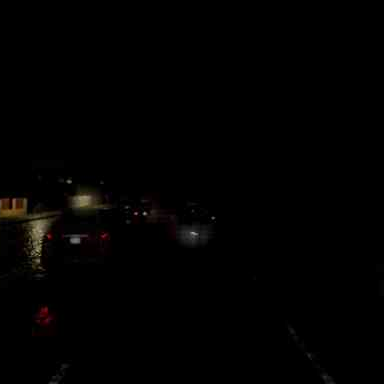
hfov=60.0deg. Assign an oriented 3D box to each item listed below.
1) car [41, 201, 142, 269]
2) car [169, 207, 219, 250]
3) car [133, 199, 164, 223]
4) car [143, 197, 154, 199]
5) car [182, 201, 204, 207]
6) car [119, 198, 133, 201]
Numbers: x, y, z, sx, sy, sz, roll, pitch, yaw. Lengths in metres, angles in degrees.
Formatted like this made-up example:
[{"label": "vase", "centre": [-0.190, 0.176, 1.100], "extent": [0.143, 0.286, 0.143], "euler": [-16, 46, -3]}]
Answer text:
[{"label": "car", "centre": [-3.199, 1.343, 11.270], "extent": [2.097, 1.767, 4.553], "euler": [0, 0, 0]}, {"label": "car", "centre": [0.071, 1.552, 14.362], "extent": [1.994, 1.385, 4.181], "euler": [0, 0, 0]}, {"label": "car", "centre": [-3.210, 1.530, 25.239], "extent": [2.033, 1.411, 5.357], "euler": [0, 0, 0]}, {"label": "car", "centre": [-6.592, 1.459, 49.688], "extent": [1.882, 1.535, 5.008], "euler": [0, 0, 0]}, {"label": "car", "centre": [0.071, 1.507, 29.935], "extent": [1.812, 1.442, 4.674], "euler": [0, 0, 0]}, {"label": "car", "centre": [-9.845, 1.529, 49.629], "extent": [2.033, 1.411, 5.357], "euler": [0, 0, 0]}]
